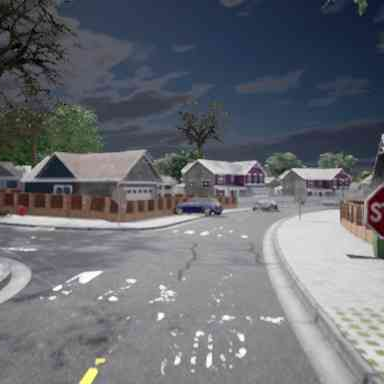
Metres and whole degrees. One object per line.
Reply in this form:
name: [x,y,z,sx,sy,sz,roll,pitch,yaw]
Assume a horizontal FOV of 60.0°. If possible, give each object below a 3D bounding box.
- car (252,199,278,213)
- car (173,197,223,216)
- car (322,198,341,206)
car: [8.446,1.521,37.967,1.812,1.442,4.674,1,0,32]
car: [0.487,1.262,30.772,4.553,1.767,2.097,-1,-1,31]
car: [23.826,1.742,56.102,4.718,1.301,1.895,1,0,-41]
